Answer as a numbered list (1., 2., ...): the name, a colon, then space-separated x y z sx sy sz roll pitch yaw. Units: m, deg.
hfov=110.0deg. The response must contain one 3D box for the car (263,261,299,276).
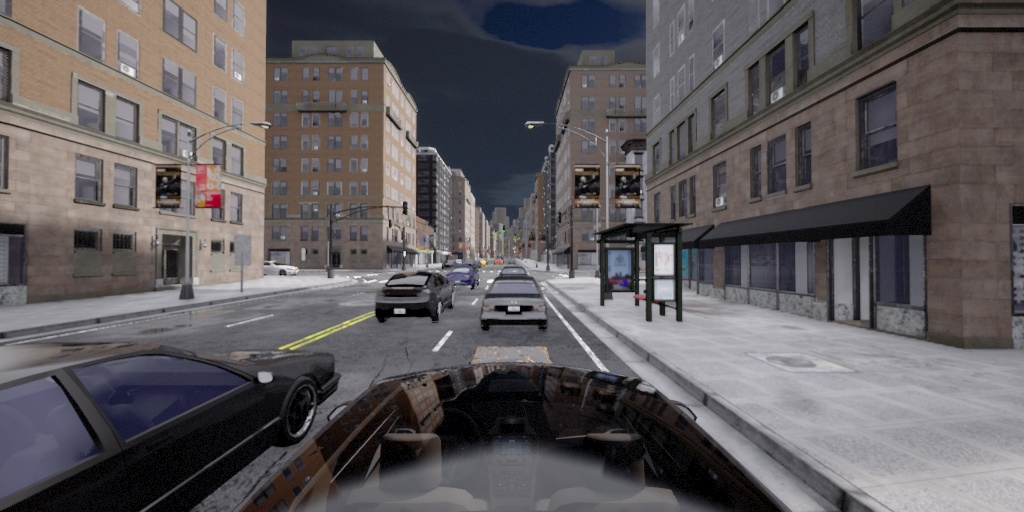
1. car: -22.640 1.203 33.764 4.674 1.442 1.812 0 -1 -1

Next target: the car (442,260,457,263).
1. car: -9.835 1.355 56.824 1.837 1.490 4.892 0 0 2

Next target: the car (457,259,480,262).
1. car: -6.620 1.199 55.136 2.097 1.767 4.553 0 0 0

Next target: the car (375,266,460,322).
1. car: -3.146 1.274 12.347 1.837 1.490 4.892 0 0 -1

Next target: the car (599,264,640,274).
1. car: 13.103 1.447 43.856 4.892 1.490 1.837 0 -1 0

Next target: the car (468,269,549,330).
1. car: 0.078 1.314 11.129 2.033 1.411 5.357 0 0 1

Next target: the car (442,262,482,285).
1. car: -3.172 1.315 23.192 1.812 1.442 4.674 0 0 0

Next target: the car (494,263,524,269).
1. car: 0.080 1.334 21.865 2.033 1.411 5.357 0 0 0

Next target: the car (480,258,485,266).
1. car: -6.592 1.352 64.276 2.128 1.511 4.902 0 0 0

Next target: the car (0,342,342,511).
1. car: -3.149 1.298 2.207 2.033 1.411 5.357 0 0 0
